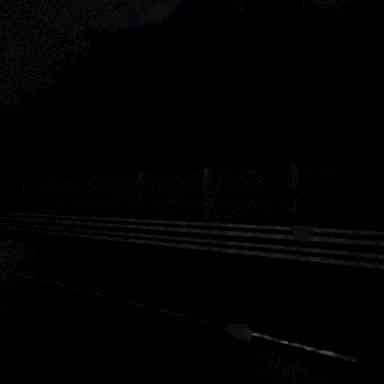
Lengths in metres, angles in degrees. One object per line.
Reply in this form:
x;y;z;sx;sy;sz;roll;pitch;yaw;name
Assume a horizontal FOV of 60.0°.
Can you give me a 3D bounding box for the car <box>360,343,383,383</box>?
3.377;1.504;1.585;4.674;1.442;1.812;-1;0;36;car
